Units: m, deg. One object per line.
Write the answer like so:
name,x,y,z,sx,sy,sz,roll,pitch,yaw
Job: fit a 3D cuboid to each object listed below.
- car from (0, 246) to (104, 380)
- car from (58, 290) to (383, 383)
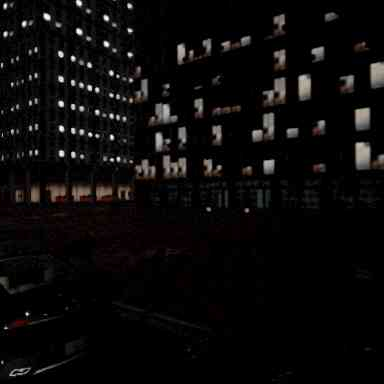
car,-3.114,1.521,5.102,4.403,1.369,2.008,0,-1,35
car,1.424,1.546,1.872,4.507,1.381,1.887,0,-1,35
